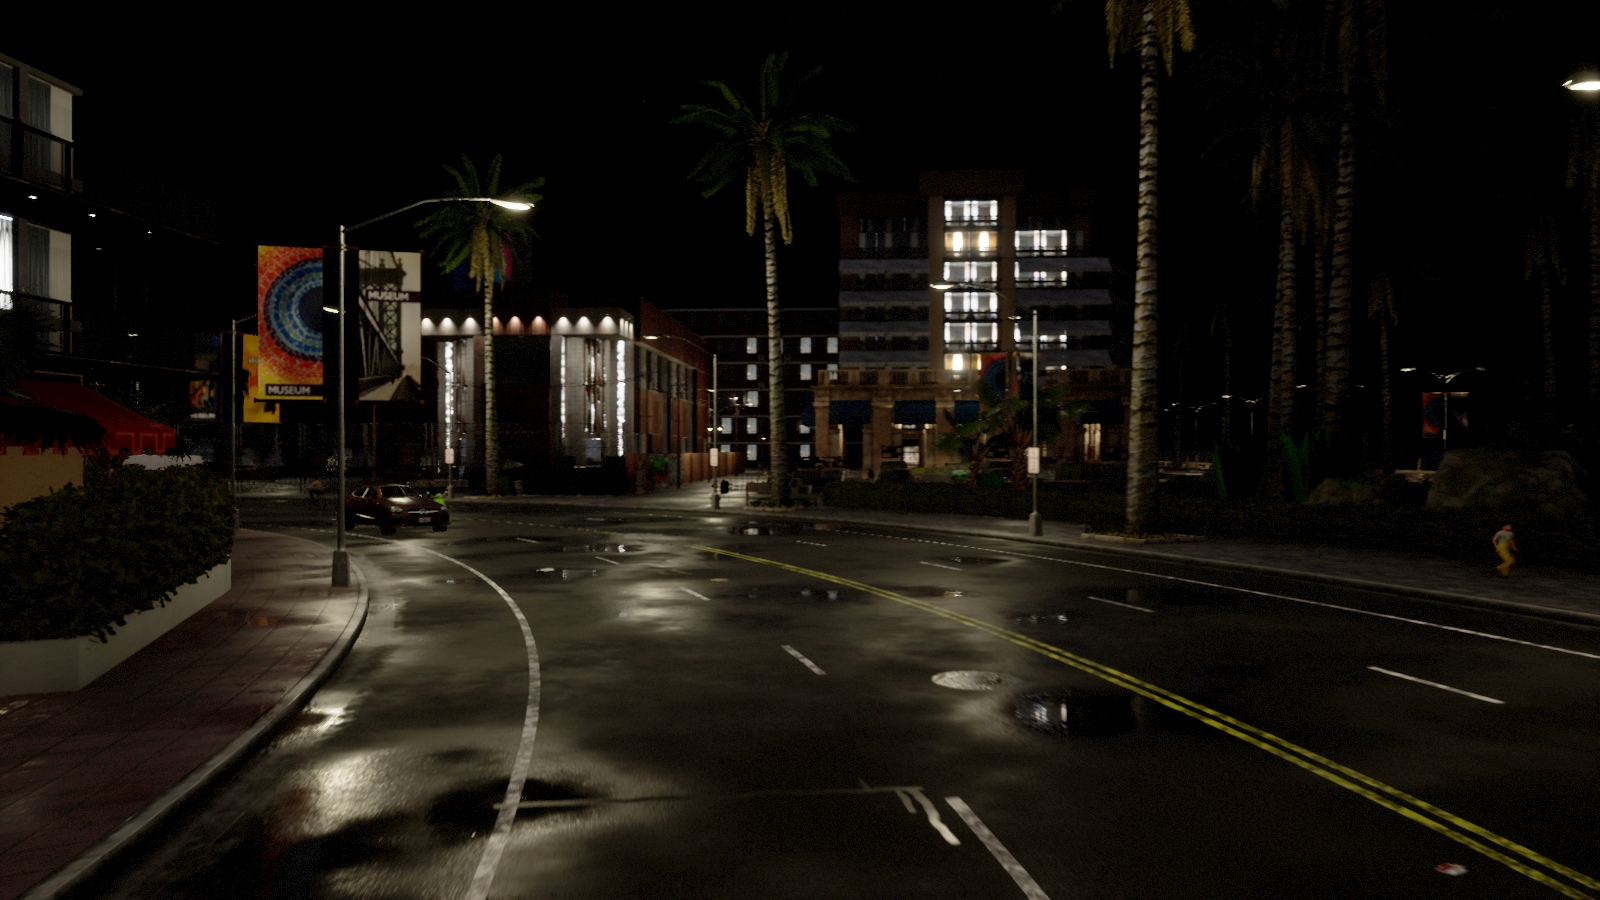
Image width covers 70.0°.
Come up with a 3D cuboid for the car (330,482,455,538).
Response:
[{"bbox_3d":[-14.062,1.999,39.270,2.152,1.651,5.027,0,0,-44],"label":"car"}]

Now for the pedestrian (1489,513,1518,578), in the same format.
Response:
[{"bbox_3d":[14.539,1.970,23.615,0.375,1.300,0.375,0,0,-22],"label":"pedestrian"}]
